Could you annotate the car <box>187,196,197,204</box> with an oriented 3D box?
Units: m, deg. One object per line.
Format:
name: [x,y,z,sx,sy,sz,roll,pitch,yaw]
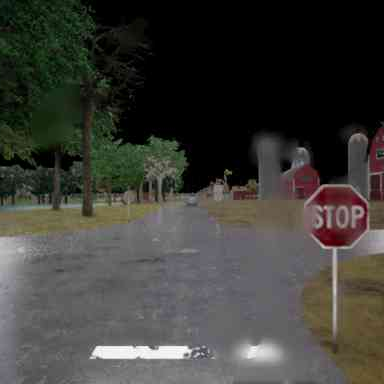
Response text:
car: [-0.090,1.670,71.139,2.097,1.767,4.553,0,-1,0]

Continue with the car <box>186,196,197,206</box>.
car: [-0.077,1.820,60.744,2.128,1.511,4.902,0,-1,0]
